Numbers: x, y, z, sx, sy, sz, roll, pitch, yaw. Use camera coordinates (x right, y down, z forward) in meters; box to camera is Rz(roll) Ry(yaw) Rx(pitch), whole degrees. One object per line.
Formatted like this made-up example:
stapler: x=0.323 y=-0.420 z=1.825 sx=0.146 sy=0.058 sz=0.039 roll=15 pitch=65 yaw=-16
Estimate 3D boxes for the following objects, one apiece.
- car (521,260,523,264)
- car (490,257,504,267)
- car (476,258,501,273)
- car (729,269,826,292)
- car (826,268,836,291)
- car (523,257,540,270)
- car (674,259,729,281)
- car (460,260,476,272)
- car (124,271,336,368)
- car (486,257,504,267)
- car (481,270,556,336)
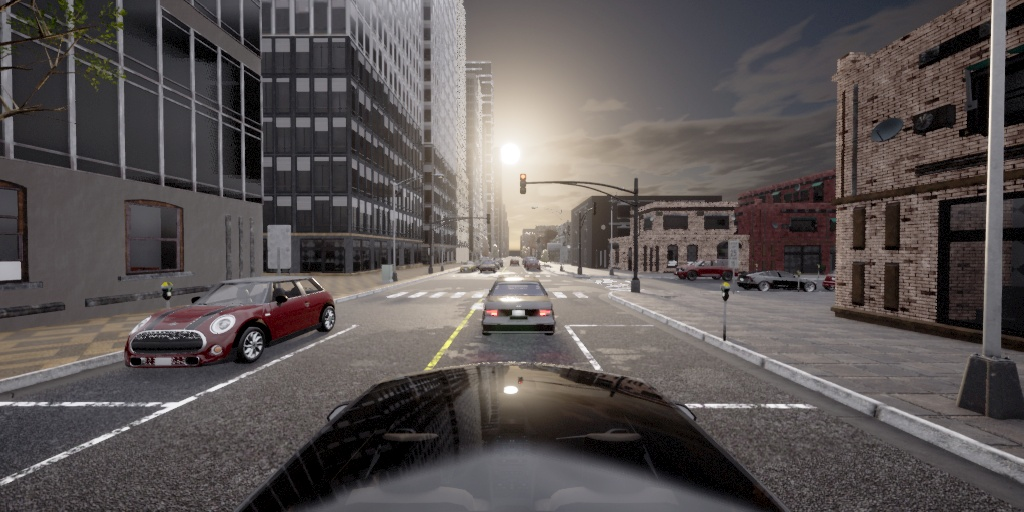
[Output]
car: x=3.097 y=1.052 z=62.589 sx=2.192 sy=1.841 sz=5.009 roll=0 pitch=0 yaw=0
car: x=-2.637 y=1.089 z=63.977 sx=2.097 sy=1.767 sz=4.553 roll=0 pitch=0 yaw=1
car: x=-2.815 y=1.287 z=43.613 sx=2.033 sy=1.411 sz=5.357 roll=0 pitch=0 yaw=0
car: x=16.549 y=1.546 z=22.548 sx=4.313 sy=1.339 sz=1.948 roll=0 pitch=0 yaw=1
car: x=22.096 y=1.473 z=22.439 sx=4.097 sy=1.591 sz=1.967 roll=0 pitch=0 yaw=1
car: x=3.021 y=1.178 z=51.301 sx=1.967 sy=1.591 sz=4.097 roll=0 pitch=0 yaw=0
car: x=16.712 y=1.164 z=30.925 sx=5.009 sy=1.841 sz=2.192 roll=0 pitch=0 yaw=1
car: x=-5.536 y=1.265 z=45.599 sx=1.751 sy=1.417 sz=4.829 roll=0 pitch=0 yaw=0
car: x=-5.653 y=1.188 z=7.822 sx=1.967 sy=1.591 sz=4.097 roll=0 pitch=0 yaw=0
car: x=-2.750 y=1.286 z=53.756 sx=2.033 sy=1.411 sz=5.357 roll=0 pitch=0 yaw=0
car: x=0.157 y=1.295 z=10.385 sx=2.033 sy=1.411 sz=5.357 roll=0 pitch=0 yaw=0
